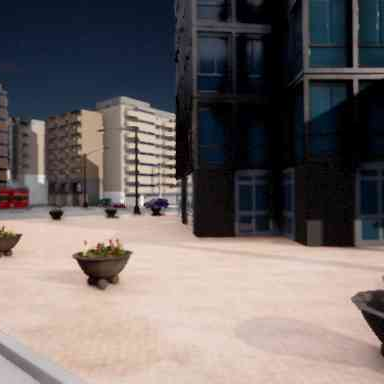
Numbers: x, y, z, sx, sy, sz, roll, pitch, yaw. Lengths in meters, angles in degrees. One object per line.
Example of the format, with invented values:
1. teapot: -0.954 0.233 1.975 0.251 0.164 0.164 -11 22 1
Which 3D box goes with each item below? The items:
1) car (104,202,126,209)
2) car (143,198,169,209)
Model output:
1. car: -14.237 2.489 61.619 1.994 1.385 4.181 -1 -1 39
2. car: -6.977 2.219 65.010 2.150 2.045 5.566 -1 -2 39
